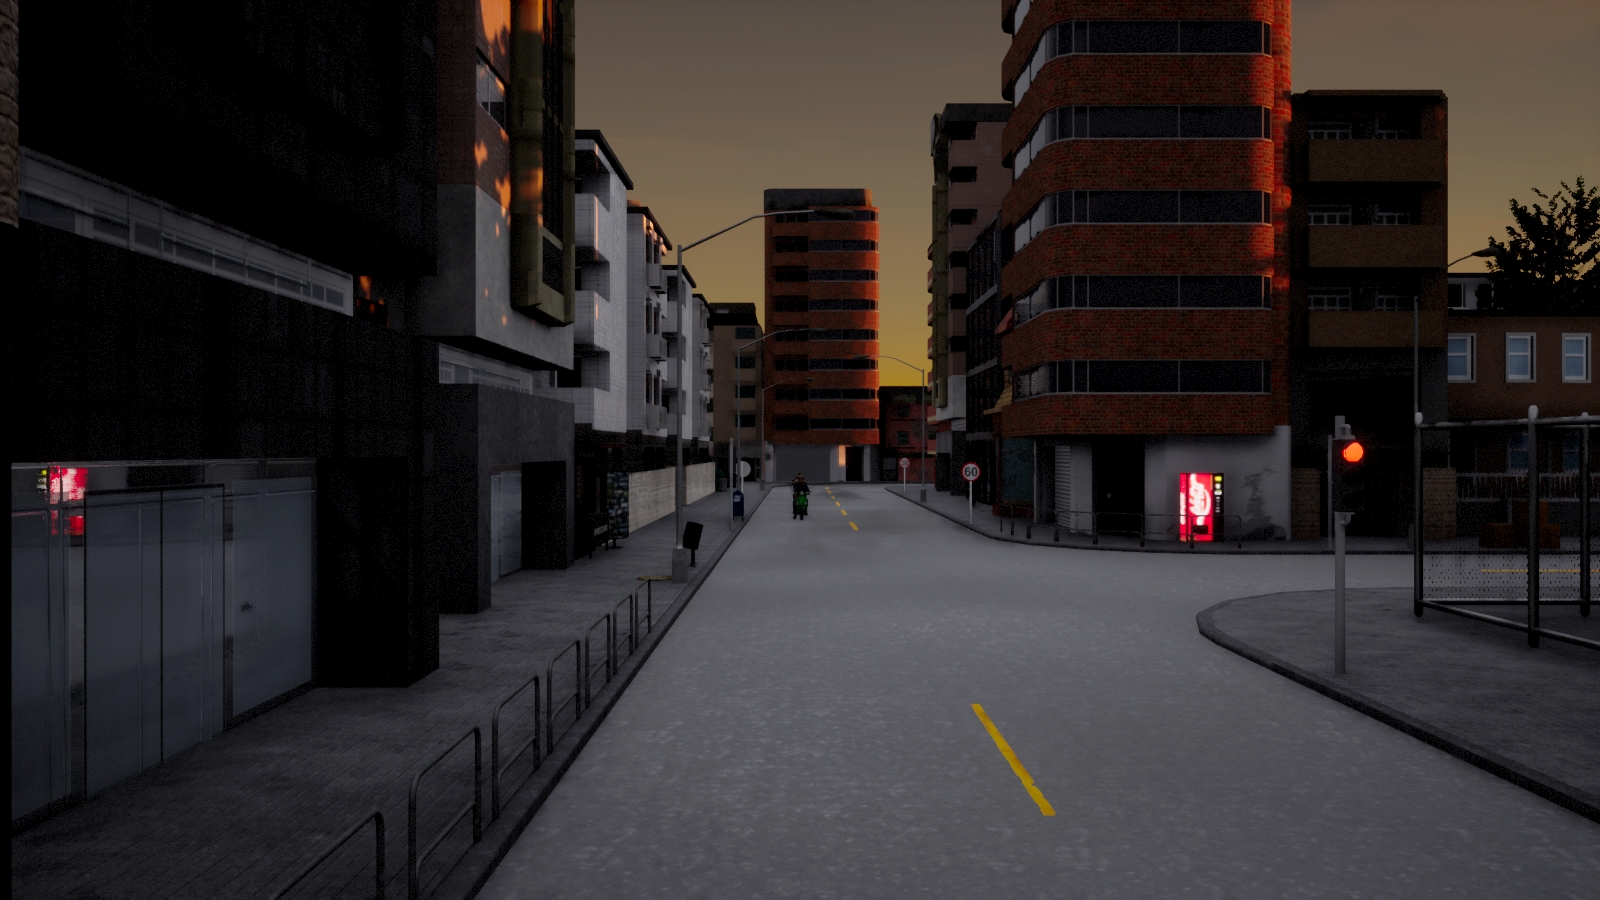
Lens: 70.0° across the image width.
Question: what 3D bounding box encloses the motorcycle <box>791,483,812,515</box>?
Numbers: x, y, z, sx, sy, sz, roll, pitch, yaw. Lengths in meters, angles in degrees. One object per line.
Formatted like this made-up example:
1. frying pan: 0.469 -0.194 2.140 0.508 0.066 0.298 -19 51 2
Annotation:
1. motorcycle: 0.063 1.970 46.521 0.856 1.236 1.805 0 0 0

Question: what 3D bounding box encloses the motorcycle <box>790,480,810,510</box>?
1. motorcycle: 0.019 1.970 50.389 0.856 1.236 1.805 0 0 0
